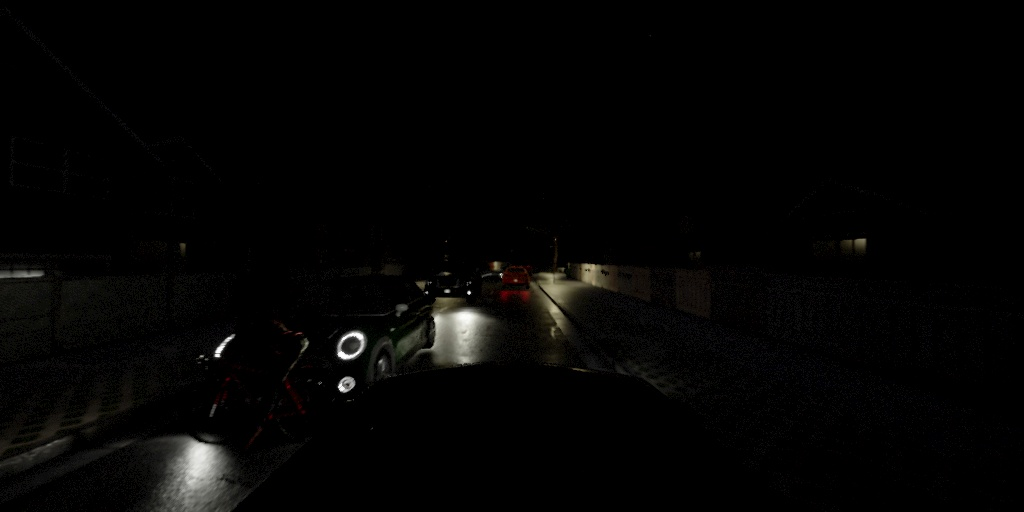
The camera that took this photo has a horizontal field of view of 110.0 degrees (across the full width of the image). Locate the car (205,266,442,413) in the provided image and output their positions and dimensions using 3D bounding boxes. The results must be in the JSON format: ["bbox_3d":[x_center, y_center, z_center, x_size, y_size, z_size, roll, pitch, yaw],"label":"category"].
[{"bbox_3d":[-2.826,1.164,6.449,2.097,1.767,4.553,0,-1,0],"label":"car"}]

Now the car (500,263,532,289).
[{"bbox_3d":[0.298,1.550,26.804,1.882,1.535,5.008,0,-1,1],"label":"car"}]

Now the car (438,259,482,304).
[{"bbox_3d":[-2.745,1.184,18.036,2.150,2.045,5.566,0,-1,0],"label":"car"}]

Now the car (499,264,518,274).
[{"bbox_3d":[-0.504,1.949,53.896,2.033,1.411,5.357,0,-1,8],"label":"car"}]

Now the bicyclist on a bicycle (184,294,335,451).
[{"bbox_3d":[-2.726,1.231,3.858,1.656,1.620,0.582,-2,-1,0],"label":"bicyclist on a bicycle"}]

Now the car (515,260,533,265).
[{"bbox_3d":[1.321,1.509,44.348,2.150,2.045,5.566,0,-1,5],"label":"car"}]
